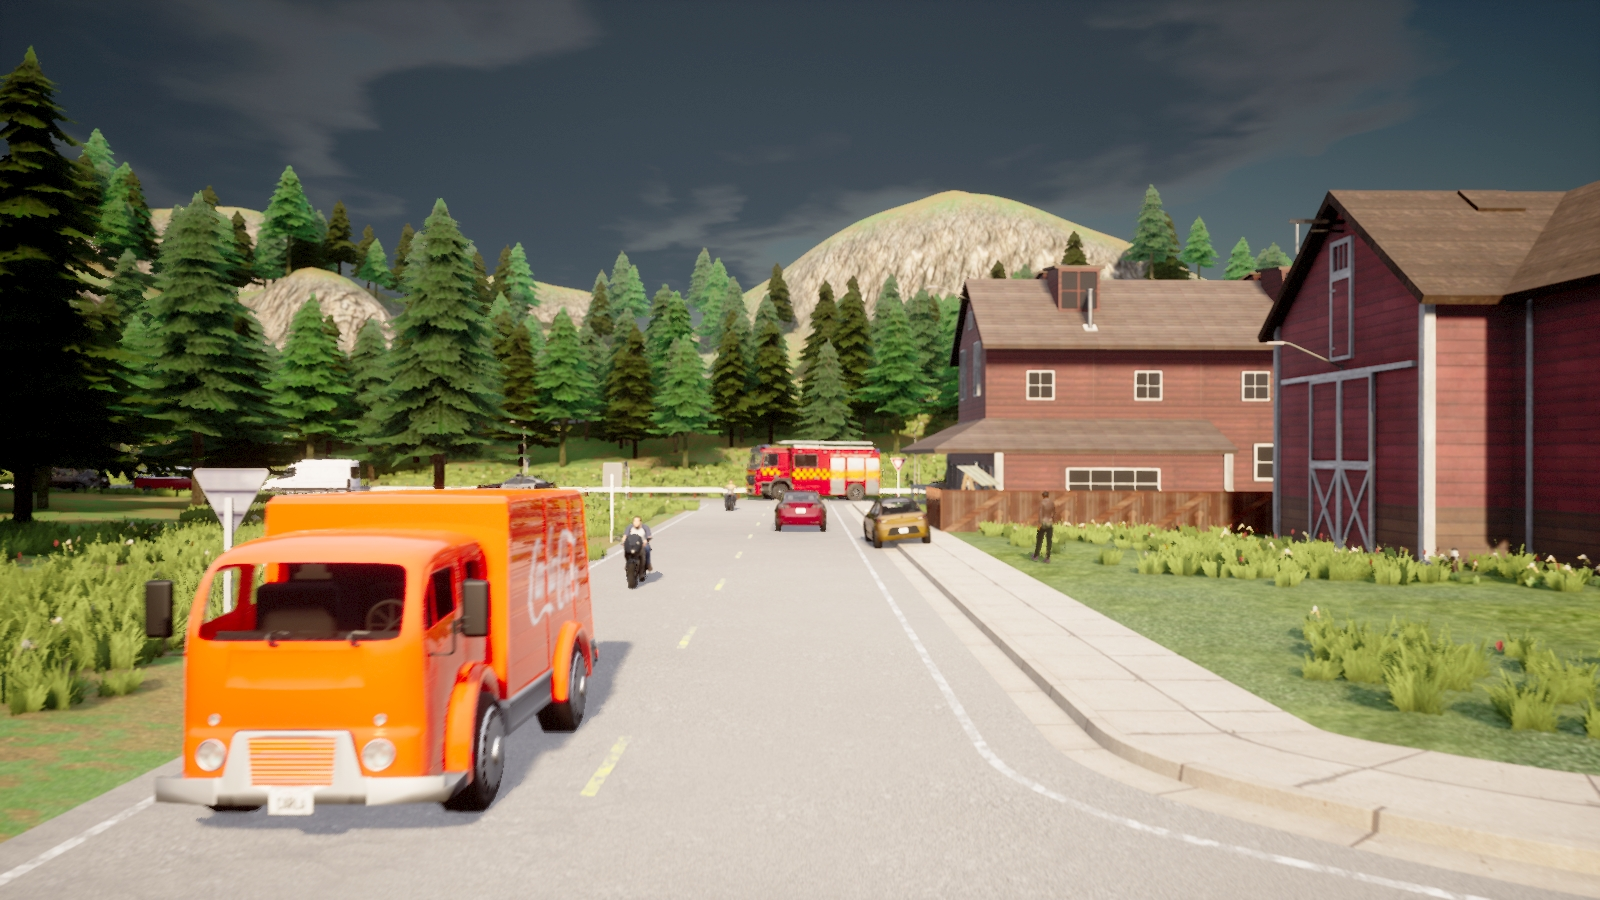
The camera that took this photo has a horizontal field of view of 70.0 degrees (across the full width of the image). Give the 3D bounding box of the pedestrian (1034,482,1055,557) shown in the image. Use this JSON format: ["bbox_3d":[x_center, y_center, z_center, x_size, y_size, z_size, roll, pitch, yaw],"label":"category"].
[{"bbox_3d":[6.080,1.718,28.377,0.375,1.860,0.375,0,0,-14],"label":"pedestrian"}]

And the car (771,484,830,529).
[{"bbox_3d":[0.031,2.142,44.265,2.163,1.488,4.792,0,0,0],"label":"car"}]

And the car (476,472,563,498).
[{"bbox_3d":[-18.426,2.267,75.208,5.238,1.638,2.097,0,0,0],"label":"car"}]

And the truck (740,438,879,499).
[{"bbox_3d":[0.621,1.213,73.564,8.468,3.827,2.891,1,-1,-17],"label":"truck"}]

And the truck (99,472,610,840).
[{"bbox_3d":[-3.488,1.463,10.441,2.627,2.467,5.204,0,-1,0],"label":"truck"}]
